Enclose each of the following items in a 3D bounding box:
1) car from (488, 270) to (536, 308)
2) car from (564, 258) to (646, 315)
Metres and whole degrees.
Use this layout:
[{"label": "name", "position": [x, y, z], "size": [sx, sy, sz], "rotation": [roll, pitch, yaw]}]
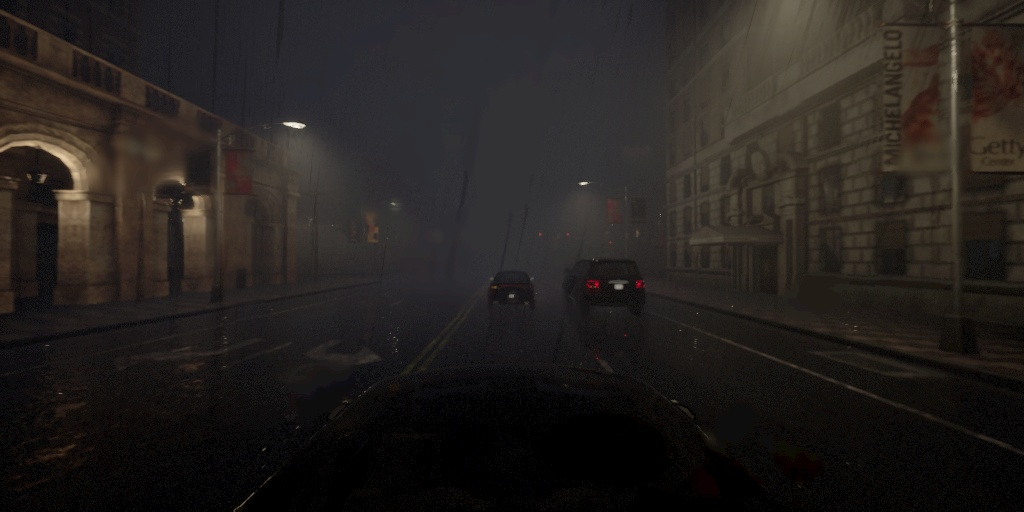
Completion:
[{"label": "car", "position": [0.001, 1.383, 16.081], "size": [1.882, 1.535, 5.008], "rotation": [0, 0, 0]}, {"label": "car", "position": [3.498, 1.112, 14.420], "size": [2.150, 2.045, 5.566], "rotation": [0, 0, 0]}]
